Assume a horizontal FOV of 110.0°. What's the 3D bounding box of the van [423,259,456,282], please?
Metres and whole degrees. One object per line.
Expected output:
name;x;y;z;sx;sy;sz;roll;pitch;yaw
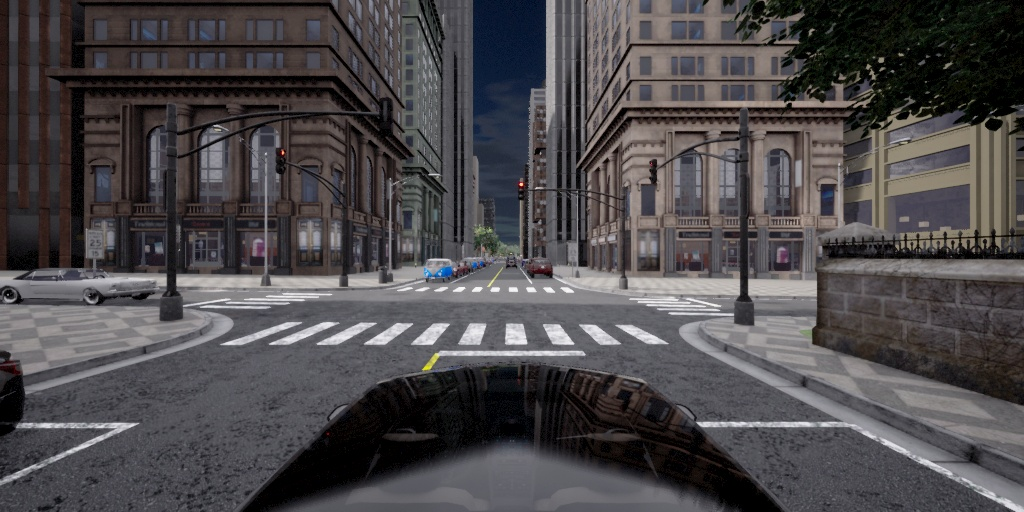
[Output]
van;-5.814;1.105;28.443;1.690;1.789;3.998;0;0;0

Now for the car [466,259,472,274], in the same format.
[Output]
car;-5.834;1.322;39.324;1.888;1.381;4.507;0;0;0

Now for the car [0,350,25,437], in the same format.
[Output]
car;-5.762;1.316;1.786;1.948;1.339;4.313;0;0;0

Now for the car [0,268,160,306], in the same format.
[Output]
car;-16.564;1.120;13.688;4.718;1.301;1.895;1;0;0

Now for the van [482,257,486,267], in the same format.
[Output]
van;-5.876;1.151;61.090;1.690;1.789;3.998;0;0;0

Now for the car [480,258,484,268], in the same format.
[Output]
car;-5.866;1.347;55.649;1.888;1.381;4.507;0;0;0

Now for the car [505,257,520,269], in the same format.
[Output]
car;-0.058;1.312;59.099;1.837;1.490;4.892;0;0;1

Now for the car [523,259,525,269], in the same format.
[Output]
car;2.691;1.092;39.350;2.192;1.841;5.009;0;0;0

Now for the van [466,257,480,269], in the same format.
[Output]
van;-5.855;1.134;50.207;1.690;1.789;3.998;0;0;0

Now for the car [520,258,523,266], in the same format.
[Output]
car;2.660;1.352;55.672;2.007;1.370;4.403;0;0;0

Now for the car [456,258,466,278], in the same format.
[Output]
car;-5.824;1.210;33.884;1.967;1.591;4.097;0;0;0

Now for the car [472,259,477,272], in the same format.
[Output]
car;-5.845;1.351;44.766;1.948;1.339;4.313;0;0;0

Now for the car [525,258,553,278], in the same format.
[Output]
car;2.701;1.085;33.909;2.192;1.841;5.009;0;0;0
